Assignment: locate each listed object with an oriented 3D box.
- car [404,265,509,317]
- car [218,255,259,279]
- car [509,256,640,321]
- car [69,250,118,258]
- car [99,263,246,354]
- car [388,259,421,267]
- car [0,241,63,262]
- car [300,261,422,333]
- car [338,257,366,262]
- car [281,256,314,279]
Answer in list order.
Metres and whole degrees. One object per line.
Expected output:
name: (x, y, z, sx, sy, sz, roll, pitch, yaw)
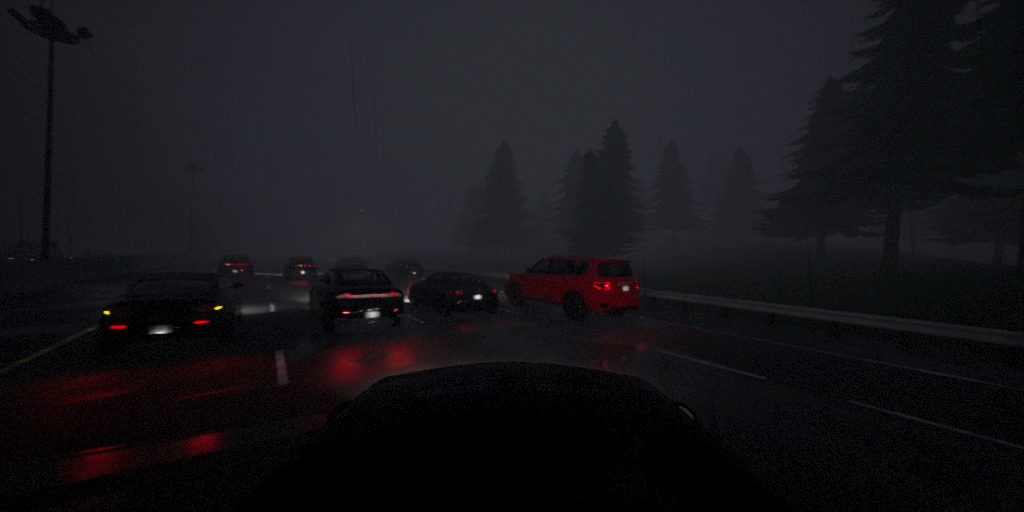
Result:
car: (-2.206, 1.230, 12.986, 1.994, 1.385, 4.181, 2, 0, -34)
car: (-18.009, 0.650, 23.552, 1.837, 1.490, 4.892, 2, 0, -35)
car: (1.952, 1.021, 13.149, 2.150, 2.045, 5.566, 2, 0, -34)
car: (-36.111, 0.175, 31.047, 1.895, 1.301, 4.718, 2, 0, -35)
car: (-7.263, 1.034, 8.002, 1.812, 1.442, 4.674, 2, 0, -34)
car: (-8.489, 0.951, 28.243, 1.837, 1.490, 4.892, 2, 0, -35)
car: (-38.975, -0.209, 29.051, 2.150, 2.045, 5.566, 2, 0, -35)
car: (-4.549, 1.085, 10.227, 2.128, 1.511, 4.902, 2, 0, -34)
car: (-12.543, 0.794, 27.949, 1.882, 1.535, 5.008, 2, 0, -35)
car: (-14.853, 0.750, 25.140, 1.837, 1.490, 4.892, 2, 0, -35)
